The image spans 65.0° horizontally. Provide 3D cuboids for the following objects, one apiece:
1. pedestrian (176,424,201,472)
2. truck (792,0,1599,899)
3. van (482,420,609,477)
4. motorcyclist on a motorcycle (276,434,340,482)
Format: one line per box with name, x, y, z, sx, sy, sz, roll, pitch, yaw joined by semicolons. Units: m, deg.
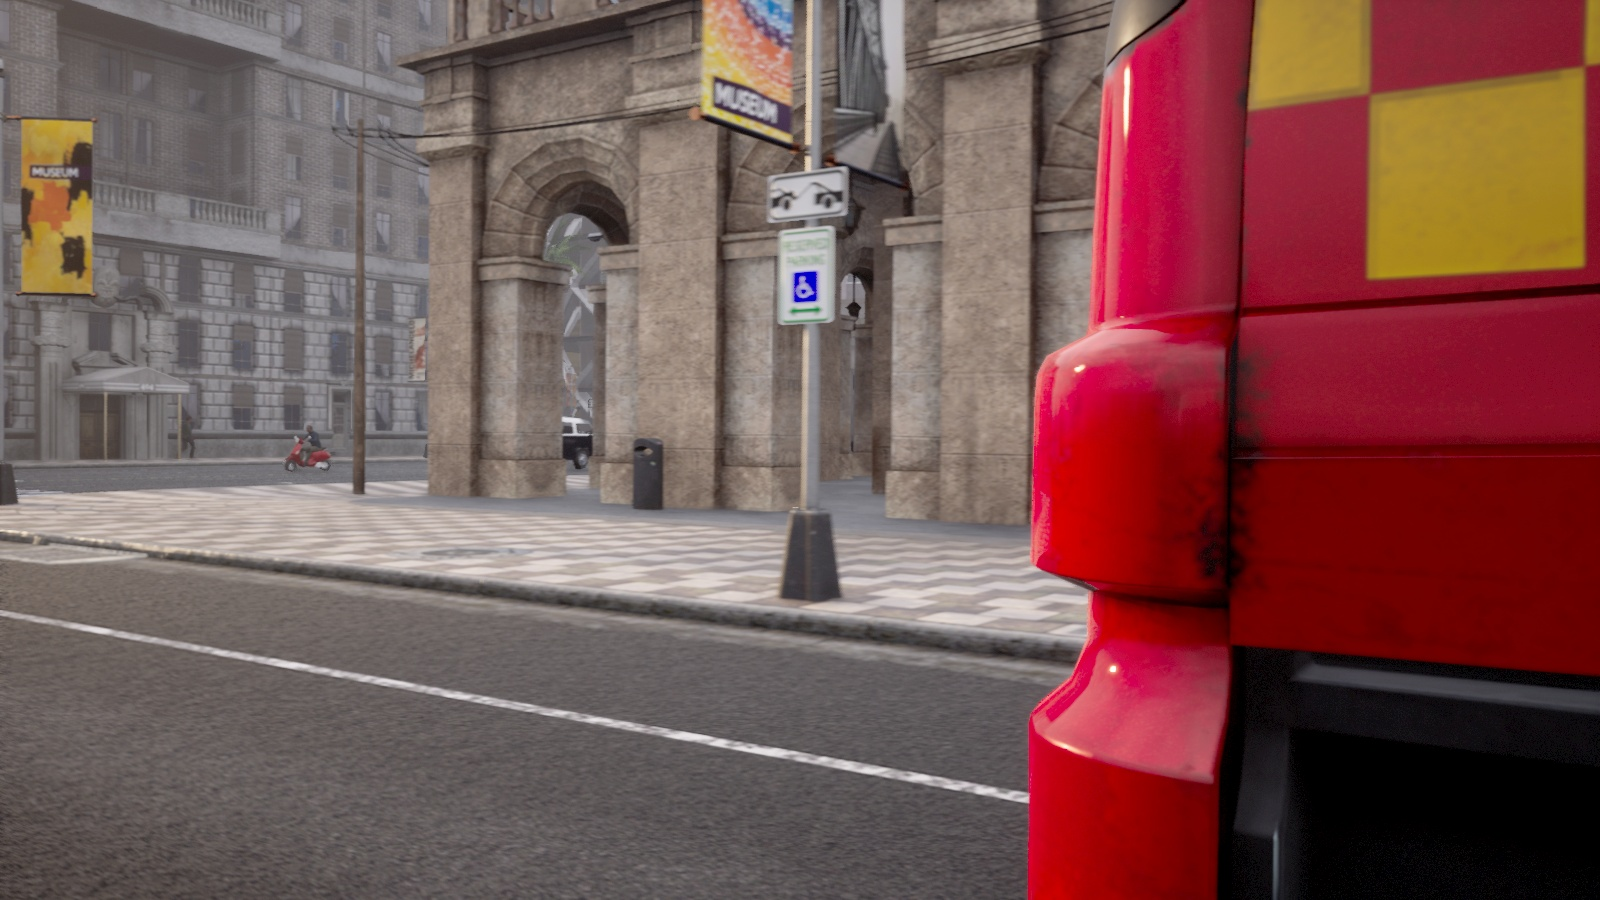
pedestrian;-25.170;-0.089;51.686;0.423;1.949;0.788;0;1;37
truck;4.317;-0.483;0.733;8.468;3.827;2.891;0;1;34
van;-9.449;-0.101;47.013;2.069;2.038;4.480;0;1;34
motorcyclist on a motorcycle;-16.637;0.256;42.491;0.866;1.590;1.817;0;1;33
